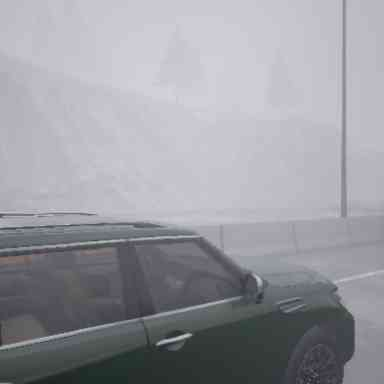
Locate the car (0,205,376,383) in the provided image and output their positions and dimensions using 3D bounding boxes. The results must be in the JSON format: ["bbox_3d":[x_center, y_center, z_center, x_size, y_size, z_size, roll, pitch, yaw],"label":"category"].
[{"bbox_3d":[-0.809,1.226,3.079,5.566,2.045,2.150,0,0,-35],"label":"car"}]

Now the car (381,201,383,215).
[{"bbox_3d":[20.498,1.577,31.027,5.008,1.535,1.882,0,0,-22],"label":"car"}]

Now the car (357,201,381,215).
[{"bbox_3d":[20.329,1.653,34.787,5.357,1.411,2.033,0,0,-22],"label":"car"}]

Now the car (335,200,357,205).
[{"bbox_3d":[17.743,1.651,37.496,5.357,1.411,2.033,0,0,-23],"label":"car"}]
